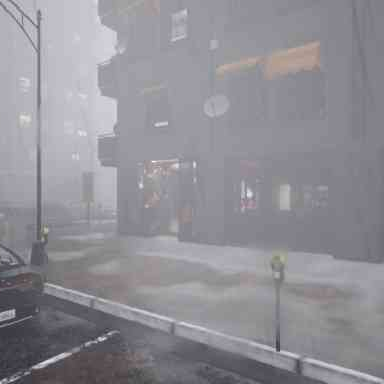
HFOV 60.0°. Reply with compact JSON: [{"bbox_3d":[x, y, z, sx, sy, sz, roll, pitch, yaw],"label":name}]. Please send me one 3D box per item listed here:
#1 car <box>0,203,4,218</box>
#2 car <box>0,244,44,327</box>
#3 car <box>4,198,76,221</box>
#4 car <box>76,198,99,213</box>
[{"bbox_3d":[-13.964,1.350,26.110,2.008,1.369,4.403,1,1,35],"label":"car"},{"bbox_3d":[-4.456,1.551,6.073,4.403,1.369,2.008,0,0,36],"label":"car"},{"bbox_3d":[-11.407,1.352,25.263,1.994,1.385,4.181,0,1,35],"label":"car"},{"bbox_3d":[-10.862,1.250,30.526,1.752,1.417,4.829,1,1,35],"label":"car"}]
